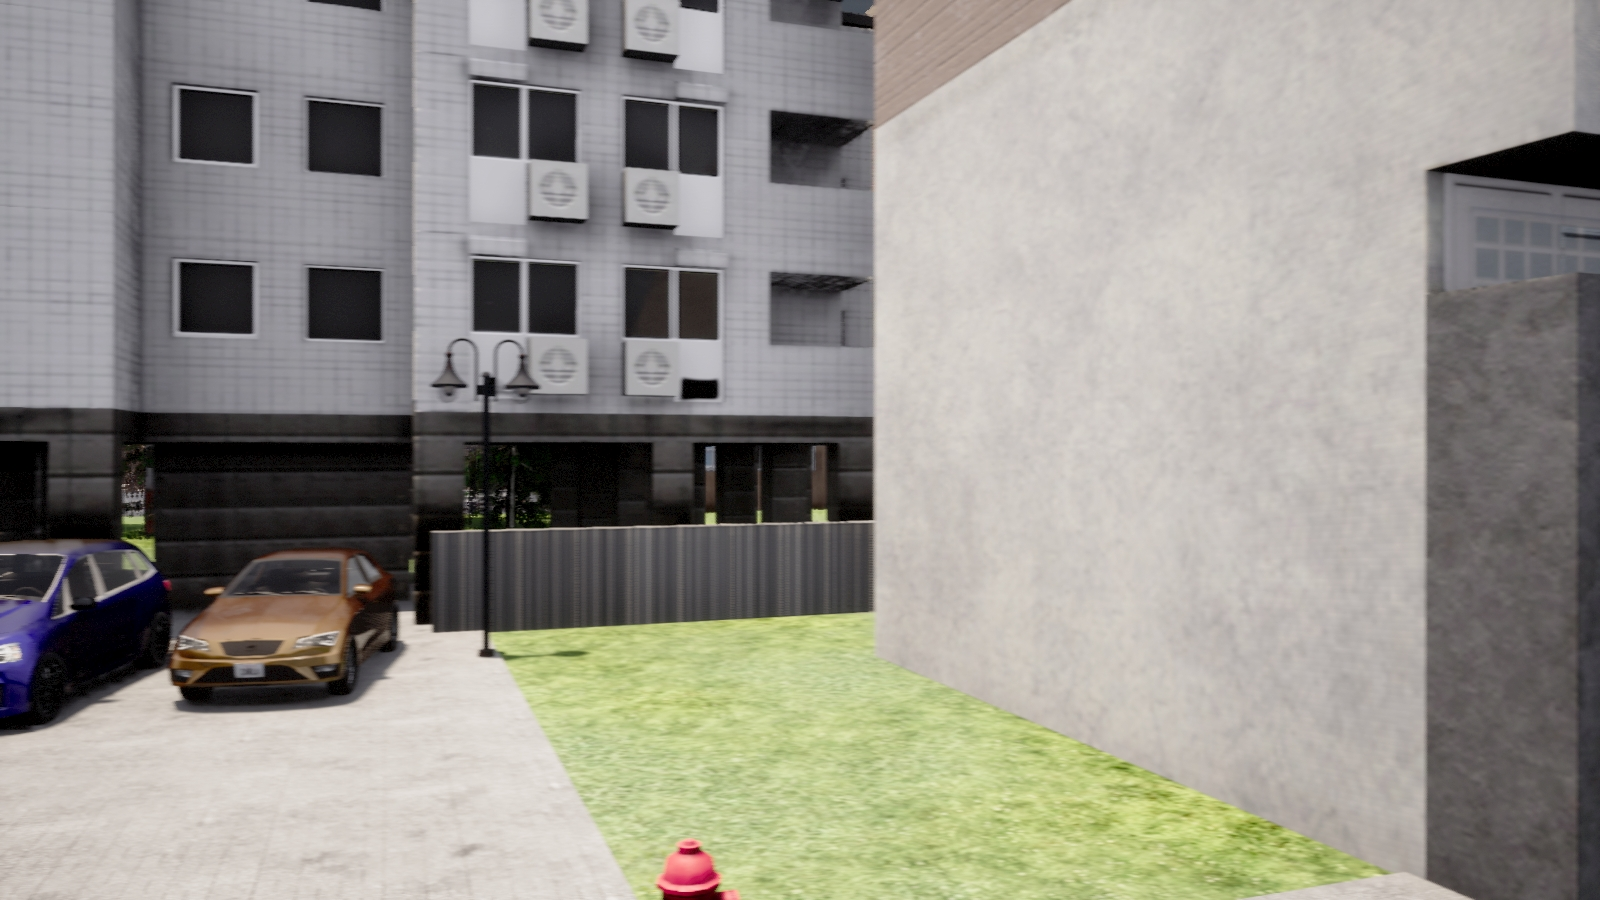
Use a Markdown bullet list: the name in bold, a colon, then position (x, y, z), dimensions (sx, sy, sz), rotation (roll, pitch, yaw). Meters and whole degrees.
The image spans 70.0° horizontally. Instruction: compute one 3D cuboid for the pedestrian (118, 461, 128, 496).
- **pedestrian**: position (-36.504, 1.526, 61.616), dimensions (0.375, 1.860, 0.375), rotation (0, 0, -15)
